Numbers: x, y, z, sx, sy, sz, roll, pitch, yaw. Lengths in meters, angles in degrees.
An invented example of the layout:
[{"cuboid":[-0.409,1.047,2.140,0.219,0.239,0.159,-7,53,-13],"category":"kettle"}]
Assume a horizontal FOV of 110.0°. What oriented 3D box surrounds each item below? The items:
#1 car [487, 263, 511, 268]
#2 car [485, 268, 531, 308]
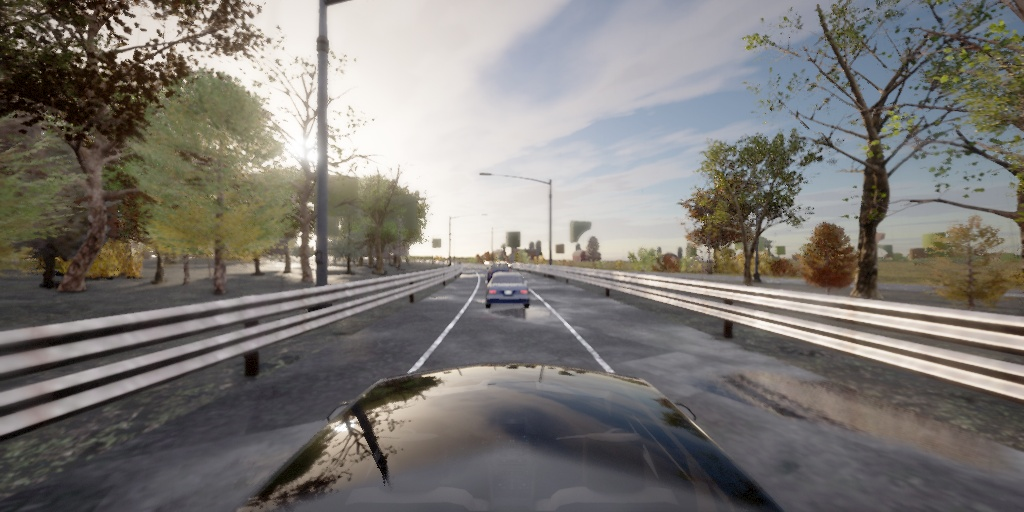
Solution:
[{"cuboid":[-1.097,1.379,31.086,2.097,1.767,4.553,0,-1,-4],"category":"car"},{"cuboid":[-0.230,1.436,15.954,2.033,1.411,5.357,0,-1,-2],"category":"car"}]
